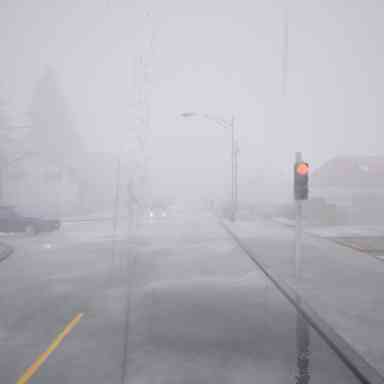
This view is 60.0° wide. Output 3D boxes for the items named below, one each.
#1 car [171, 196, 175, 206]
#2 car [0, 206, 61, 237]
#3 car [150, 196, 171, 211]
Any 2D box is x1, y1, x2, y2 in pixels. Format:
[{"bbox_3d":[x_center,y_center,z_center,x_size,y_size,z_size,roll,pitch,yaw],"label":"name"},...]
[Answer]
[{"bbox_3d":[-4.086,1.525,51.933,1.812,1.442,4.674,0,0,0],"label":"car"},{"bbox_3d":[-9.565,1.477,17.670,5.008,1.535,1.882,0,0,5],"label":"car"},{"bbox_3d":[-4.093,1.504,41.611,1.837,1.490,4.892,0,0,0],"label":"car"}]
